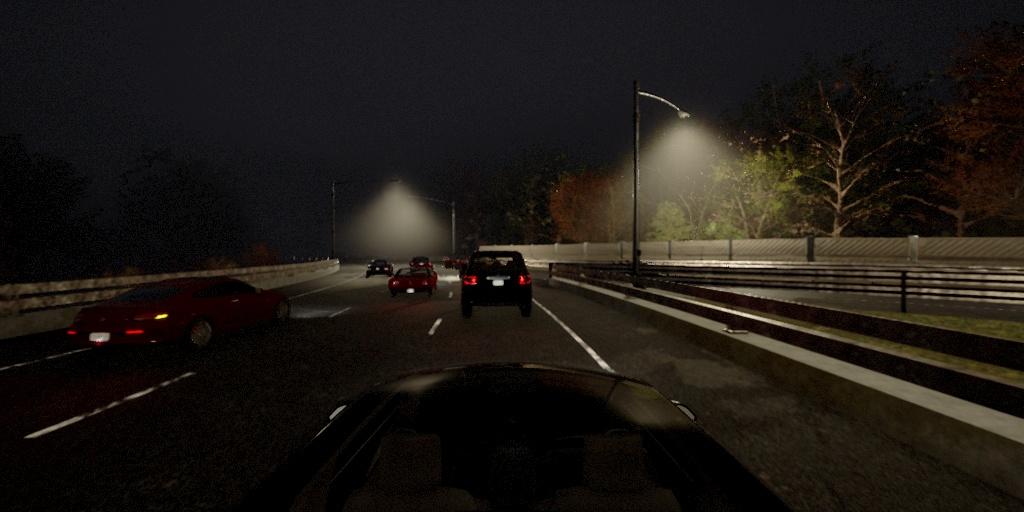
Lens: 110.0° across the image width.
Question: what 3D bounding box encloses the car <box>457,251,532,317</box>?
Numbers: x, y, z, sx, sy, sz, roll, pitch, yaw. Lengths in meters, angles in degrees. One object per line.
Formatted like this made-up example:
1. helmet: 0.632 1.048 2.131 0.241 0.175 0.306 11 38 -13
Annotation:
1. car: -0.619 0.855 12.800 2.150 2.045 5.566 0 0 -5

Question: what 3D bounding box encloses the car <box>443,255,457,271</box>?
1. car: -6.292 0.696 41.385 2.097 1.767 4.553 0 1 -31

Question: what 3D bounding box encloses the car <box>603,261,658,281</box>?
1. car: 7.193 1.083 23.995 1.837 1.490 4.892 -1 -1 -43

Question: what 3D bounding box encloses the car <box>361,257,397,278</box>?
1. car: -10.988 1.027 29.898 2.033 1.411 5.357 0 1 -16

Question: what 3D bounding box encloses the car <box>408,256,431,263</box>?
1. car: -8.931 0.778 34.819 2.097 1.767 4.553 0 1 -18

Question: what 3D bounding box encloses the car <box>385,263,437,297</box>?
1. car: -4.759 1.194 17.791 1.895 1.301 4.718 0 1 -9

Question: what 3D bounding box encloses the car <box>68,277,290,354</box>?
1. car: -7.305 1.217 8.536 1.812 1.442 4.674 0 1 -3

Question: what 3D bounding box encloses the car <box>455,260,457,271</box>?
1. car: -2.742 1.109 25.607 1.895 1.301 4.718 0 1 -13
